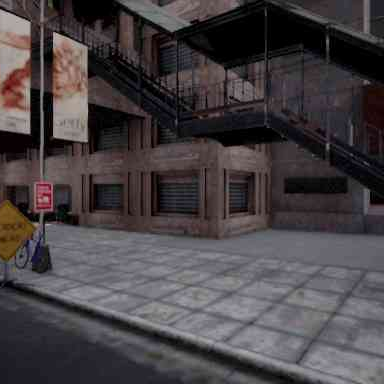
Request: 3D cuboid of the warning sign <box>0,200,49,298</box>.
[{"bbox_3d":[-3.925,1.114,7.038,1.060,1.860,1.300,0,0,36],"label":"warning sign"}]
